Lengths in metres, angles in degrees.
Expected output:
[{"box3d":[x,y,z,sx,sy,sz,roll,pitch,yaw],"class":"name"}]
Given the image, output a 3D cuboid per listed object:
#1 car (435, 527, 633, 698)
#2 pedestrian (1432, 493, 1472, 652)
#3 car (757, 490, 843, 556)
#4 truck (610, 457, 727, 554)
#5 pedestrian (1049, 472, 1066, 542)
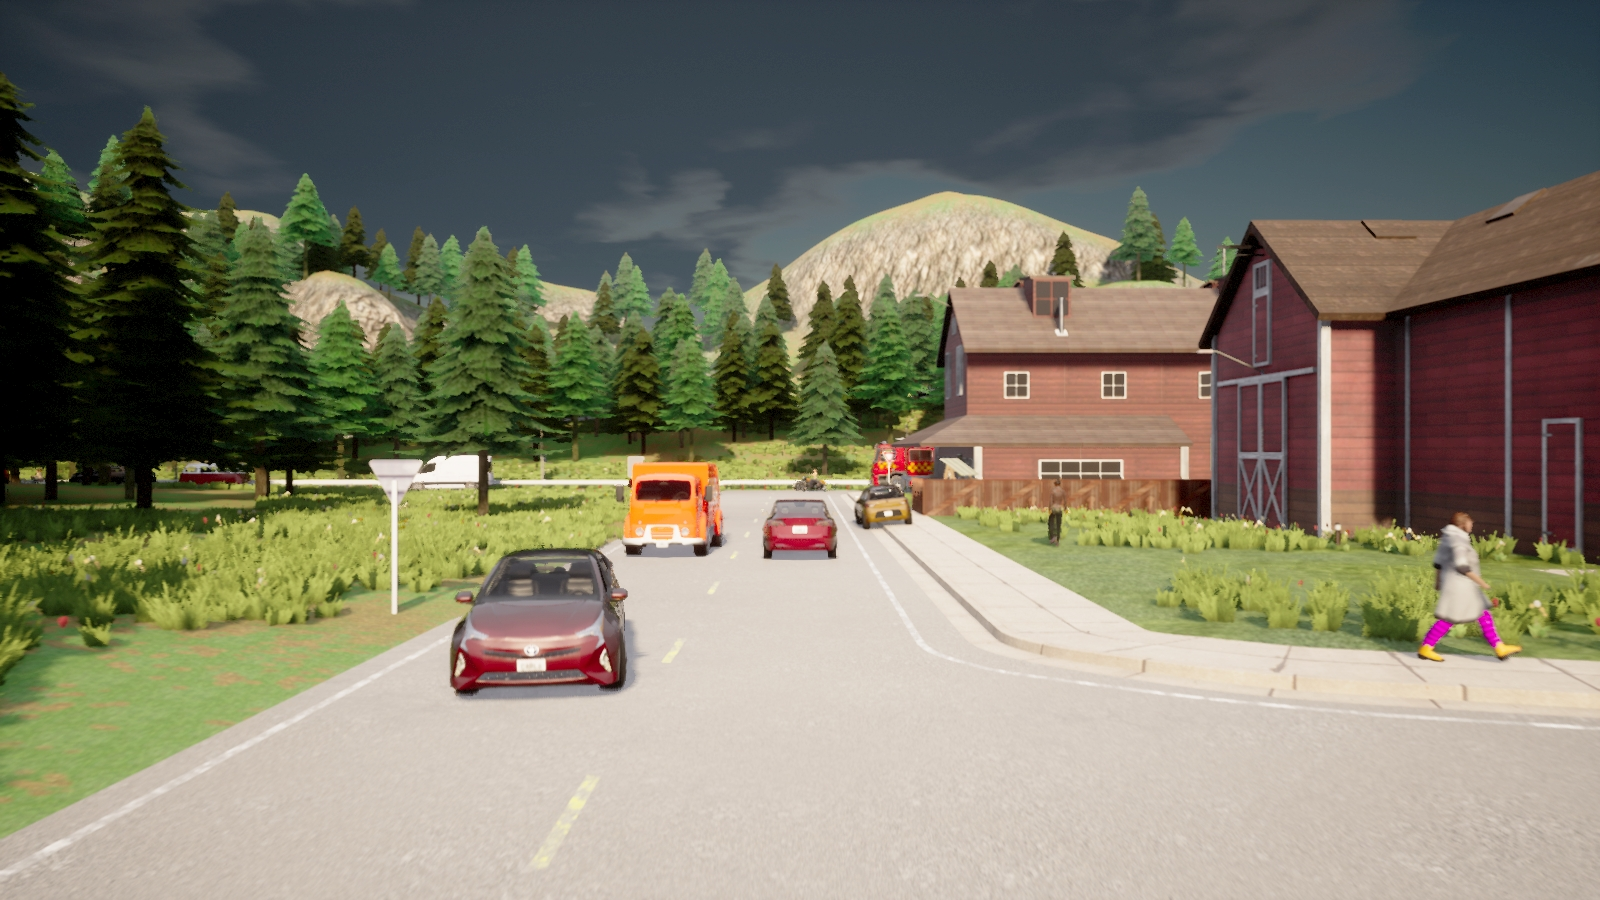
[{"box3d":[-3.180,1.888,14.516,2.007,1.525,4.514,0,0,-7],"class":"car"},{"box3d":[7.841,1.456,13.739,0.375,1.860,0.375,0,0,23],"class":"pedestrian"},{"box3d":[-0.001,1.920,31.248,2.163,1.488,4.792,0,0,0],"class":"car"},{"box3d":[-3.500,1.431,31.589,2.627,2.467,5.204,0,0,0],"class":"truck"},{"box3d":[6.975,1.537,30.987,0.375,1.860,0.375,0,0,-1],"class":"pedestrian"}]
